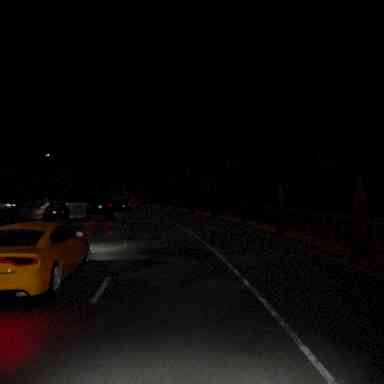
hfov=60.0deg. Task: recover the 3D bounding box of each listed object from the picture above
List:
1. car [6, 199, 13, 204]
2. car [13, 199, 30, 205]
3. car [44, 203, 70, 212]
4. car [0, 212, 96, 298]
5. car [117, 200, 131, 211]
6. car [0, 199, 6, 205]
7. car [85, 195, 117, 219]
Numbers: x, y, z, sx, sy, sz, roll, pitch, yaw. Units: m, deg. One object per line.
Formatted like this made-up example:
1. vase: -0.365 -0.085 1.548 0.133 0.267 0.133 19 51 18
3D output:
1. car: -40.354 2.177 75.793 1.895 1.301 4.718 0 -2 -21
2. car: -31.403 1.895 61.910 1.895 1.301 4.718 0 0 -21
3. car: -11.511 1.654 28.399 2.033 1.411 5.357 0 0 -18
4. car: -4.032 1.507 8.617 1.882 1.535 5.008 0 0 -5
5. car: -8.913 1.677 41.980 1.994 1.385 4.181 0 0 -20
6. car: -46.835 2.484 83.099 2.097 1.767 4.553 0 -4 -21
7. car: -8.200 1.309 29.433 2.150 2.045 5.566 0 0 -17
